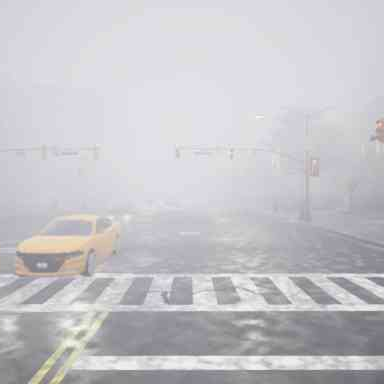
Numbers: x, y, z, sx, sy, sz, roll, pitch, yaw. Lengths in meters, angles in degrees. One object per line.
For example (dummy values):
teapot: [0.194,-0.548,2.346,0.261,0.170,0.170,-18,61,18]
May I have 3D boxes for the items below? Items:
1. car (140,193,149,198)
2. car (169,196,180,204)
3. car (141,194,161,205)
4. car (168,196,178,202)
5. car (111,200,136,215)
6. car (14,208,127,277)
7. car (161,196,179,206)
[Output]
car: [-11.921,0.970,85.959,2.097,1.767,4.553,0,0,-31]
car: [-3.478,1.548,66.759,2.033,1.411,5.357,0,0,1]
car: [-6.992,1.505,56.973,1.837,1.490,4.892,0,0,0]
car: [-4.392,1.553,76.636,1.994,1.385,4.181,0,0,-10]
car: [-7.024,1.526,33.986,1.812,1.442,4.674,0,0,0]
car: [-3.579,1.477,10.449,1.882,1.535,5.008,0,0,0]
car: [-3.491,1.547,55.854,2.033,1.411,5.357,0,0,0]
